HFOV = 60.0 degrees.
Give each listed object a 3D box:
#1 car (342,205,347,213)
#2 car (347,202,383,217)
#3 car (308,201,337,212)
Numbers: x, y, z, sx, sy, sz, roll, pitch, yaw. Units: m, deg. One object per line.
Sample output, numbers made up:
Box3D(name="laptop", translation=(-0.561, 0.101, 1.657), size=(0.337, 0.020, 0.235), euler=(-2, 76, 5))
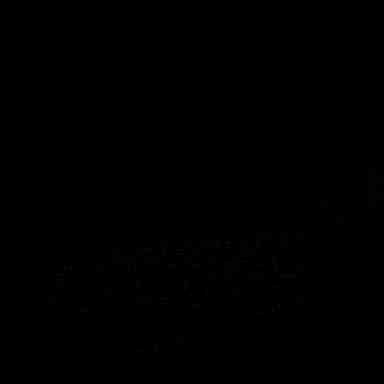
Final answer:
Box3D(name="car", translation=(19.350, 1.761, 37.765), size=(1.887, 1.381, 4.507), euler=(0, 0, -36))
Box3D(name="car", translation=(17.240, 1.721, 30.523), size=(1.895, 1.301, 4.718), euler=(1, -1, -36))
Box3D(name="car", translation=(15.957, 1.799, 42.462), size=(1.752, 1.417, 4.829), euler=(0, 0, -36))
